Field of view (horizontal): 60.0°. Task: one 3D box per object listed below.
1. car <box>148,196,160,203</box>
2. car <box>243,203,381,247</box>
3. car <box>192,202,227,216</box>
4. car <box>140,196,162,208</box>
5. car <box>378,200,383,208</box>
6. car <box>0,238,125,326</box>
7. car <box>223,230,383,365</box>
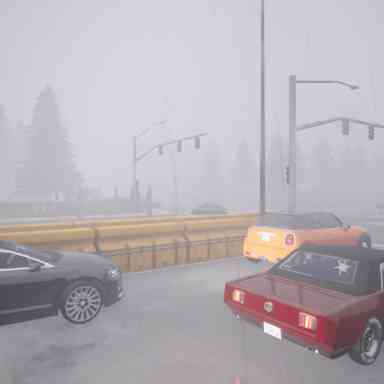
[{"bbox_3d":[-7.972,1.514,70.211,2.033,1.411,5.357,0,0,-2],"label":"car"},{"bbox_3d":[3.854,1.352,10.803,4.553,1.767,2.097,0,0,-36],"label":"car"},{"bbox_3d":[1.525,1.564,28.055,1.994,1.385,4.181,0,0,22],"label":"car"},{"bbox_3d":[-6.032,1.352,46.420,2.097,1.767,4.553,0,0,-36],"label":"car"},{"bbox_3d":[26.720,1.547,44.591,5.357,1.411,2.033,0,0,-36],"label":"car"},{"bbox_3d":[-3.560,1.492,5.498,4.902,1.511,2.128,0,0,-36],"label":"car"},{"bbox_3d":[2.904,1.601,5.823,4.718,1.301,1.895,0,0,-36],"label":"car"}]
